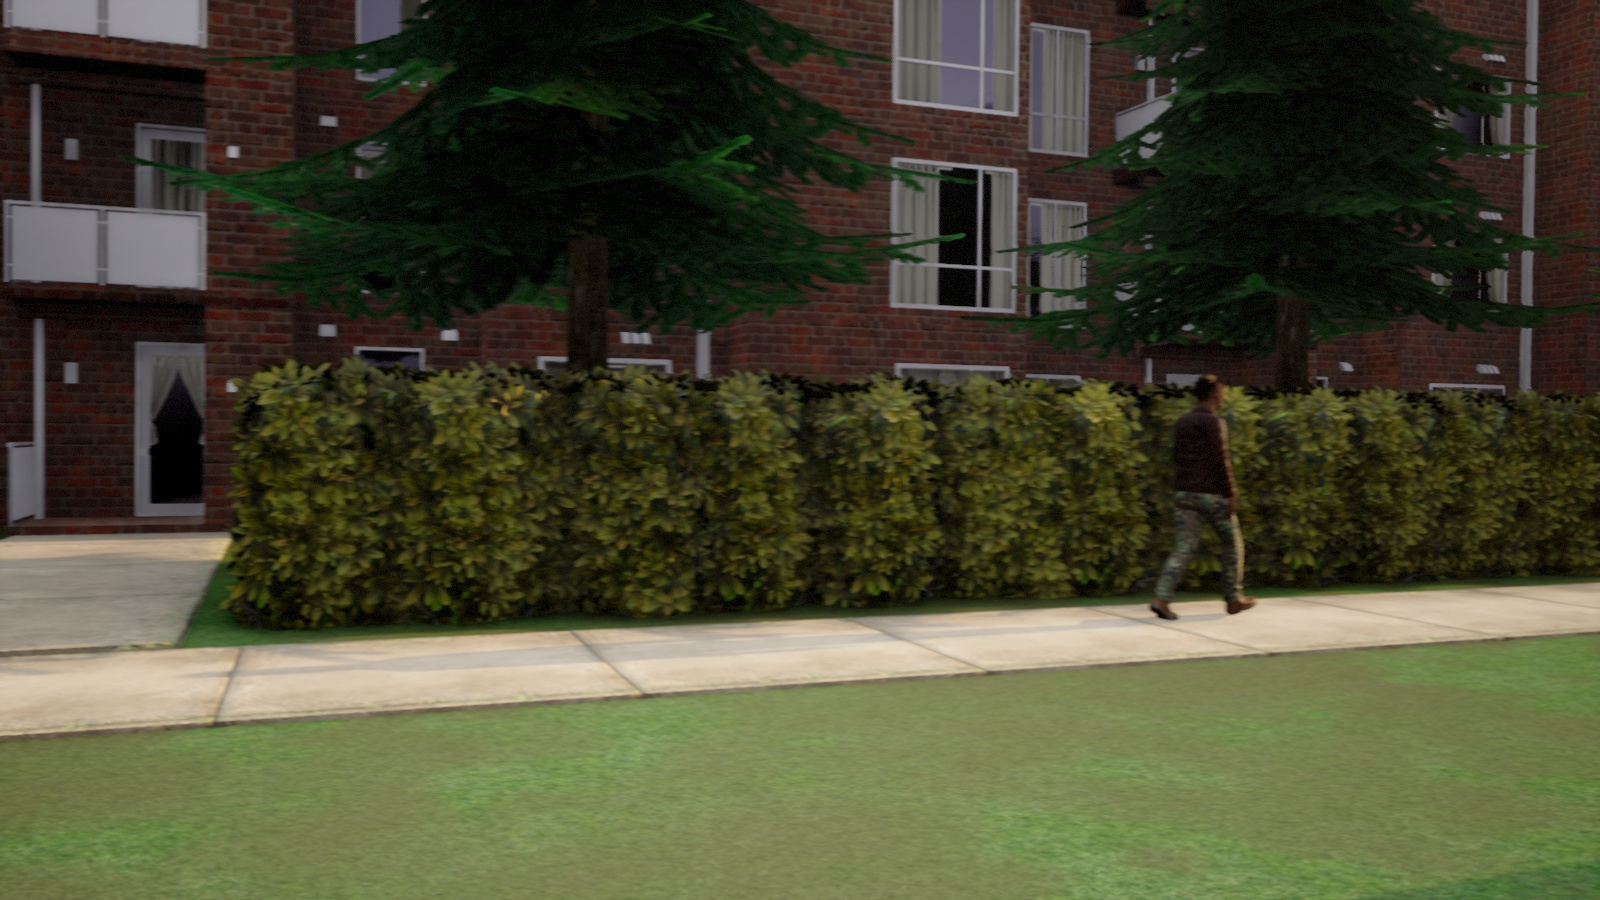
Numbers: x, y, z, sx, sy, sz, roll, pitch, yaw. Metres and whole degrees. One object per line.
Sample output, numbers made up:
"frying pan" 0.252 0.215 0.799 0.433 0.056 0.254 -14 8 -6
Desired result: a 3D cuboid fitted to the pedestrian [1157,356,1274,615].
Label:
"pedestrian" 3.056 0.243 9.244 0.703 1.840 0.431 -1 1 -23
